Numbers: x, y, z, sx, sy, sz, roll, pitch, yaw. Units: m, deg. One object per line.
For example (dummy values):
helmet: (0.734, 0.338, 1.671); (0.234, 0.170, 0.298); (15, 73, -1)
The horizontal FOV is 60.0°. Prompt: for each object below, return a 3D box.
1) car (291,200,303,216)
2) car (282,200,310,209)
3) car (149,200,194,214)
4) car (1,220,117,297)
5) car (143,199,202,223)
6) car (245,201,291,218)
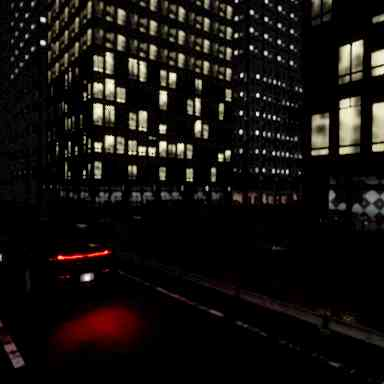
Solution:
car: (11.927, 1.933, 37.265); (4.206, 1.307, 1.802); (1, 0, -37)
car: (15.848, 1.878, 50.749); (4.313, 1.339, 1.947); (1, 0, -37)
car: (-2.262, 1.643, 37.026); (4.829, 1.417, 1.752); (1, 0, -37)
car: (-3.645, 1.499, 8.735); (1.837, 1.490, 4.892); (0, 0, -38)
car: (-1.556, 1.520, 27.044); (5.009, 1.841, 2.192); (1, 0, -37)
car: (7.568, 1.830, 33.960); (4.829, 1.417, 1.752); (1, 0, -37)
